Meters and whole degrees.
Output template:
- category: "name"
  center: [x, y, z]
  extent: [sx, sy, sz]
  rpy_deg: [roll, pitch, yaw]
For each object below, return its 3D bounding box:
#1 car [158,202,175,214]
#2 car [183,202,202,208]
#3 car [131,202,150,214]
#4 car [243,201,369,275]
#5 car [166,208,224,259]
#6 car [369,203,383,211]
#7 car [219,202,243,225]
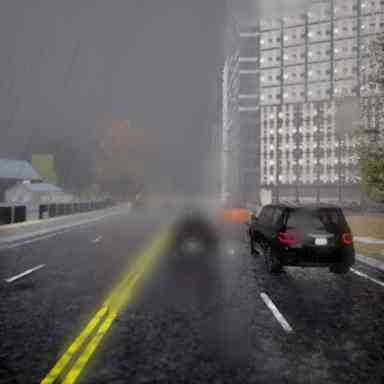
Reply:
- category: "car"
  center: [-3.282, 2.088, 43.987]
  extent: [1.837, 1.490, 4.892]
  rpy_deg: [0, -1, 1]
- category: "car"
  center: [0.050, 1.703, 27.116]
  extent: [2.097, 1.767, 4.553]
  rpy_deg: [0, -1, 0]
- category: "car"
  center: [-6.539, 2.097, 43.289]
  extent: [1.812, 1.442, 4.674]
  rpy_deg: [0, -1, 1]
- category: "car"
  center: [3.288, 1.365, 11.092]
  extent: [2.150, 2.045, 5.566]
  rpy_deg: [0, 0, 0]
- category: "car"
  center: [0.058, 1.650, 13.436]
  extent: [1.882, 1.535, 5.008]
  rpy_deg: [0, 0, 0]
- category: "car"
  center: [31.059, 2.470, 55.981]
  extent: [4.403, 1.369, 2.008]
  rpy_deg: [0, 1, 20]
- category: "car"
  center: [3.300, 1.703, 27.111]
  extent: [2.097, 1.767, 4.553]
  rpy_deg: [0, -1, 1]
